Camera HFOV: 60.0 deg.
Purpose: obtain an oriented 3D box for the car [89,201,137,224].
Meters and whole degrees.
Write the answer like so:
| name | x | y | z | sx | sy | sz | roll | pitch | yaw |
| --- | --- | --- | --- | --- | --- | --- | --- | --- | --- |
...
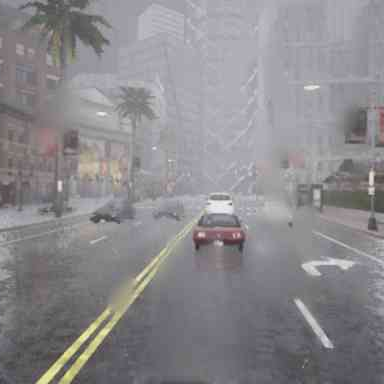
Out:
| name | x | y | z | sx | sy | sz | roll | pitch | yaw |
| --- | --- | --- | --- | --- | --- | --- | --- | --- | --- |
| car | -5.288 | 1.373 | 23.179 | 2.033 | 1.411 | 5.357 | 0 | 0 | 5 |

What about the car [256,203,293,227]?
| name | x | y | z | sx | sy | sz | roll | pitch | yaw |
| --- | --- | --- | --- | --- | --- | --- | --- | --- | --- |
| car | 5.291 | 1.411 | 21.594 | 1.812 | 1.442 | 4.674 | 0 | 0 | 5 |

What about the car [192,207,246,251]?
| name | x | y | z | sx | sy | sz | roll | pitch | yaw |
| --- | --- | --- | --- | --- | --- | --- | --- | --- | --- |
| car | 1.123 | 1.516 | 13.824 | 1.895 | 1.301 | 4.718 | 0 | 0 | 5 |

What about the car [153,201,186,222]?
| name | x | y | z | sx | sy | sz | roll | pitch | yaw |
| --- | --- | --- | --- | --- | --- | --- | --- | --- | --- |
| car | -1.582 | 1.377 | 25.260 | 2.033 | 1.411 | 5.357 | 0 | 0 | 5 |

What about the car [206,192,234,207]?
| name | x | y | z | sx | sy | sz | roll | pitch | yaw |
| --- | --- | --- | --- | --- | --- | --- | --- | --- | --- |
| car | 2.340 | 1.052 | 27.934 | 2.150 | 2.045 | 5.566 | 0 | 0 | 5 |
